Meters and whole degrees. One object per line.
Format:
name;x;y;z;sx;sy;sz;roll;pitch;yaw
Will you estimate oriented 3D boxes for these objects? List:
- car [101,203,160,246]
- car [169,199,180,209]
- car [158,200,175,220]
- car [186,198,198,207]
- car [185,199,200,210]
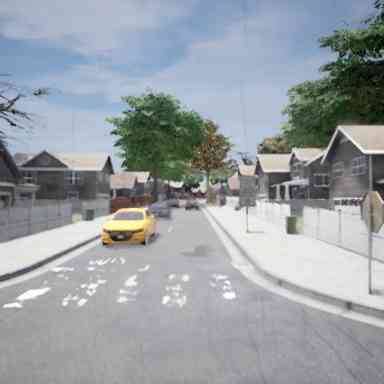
car;-2.844;1.512;15.744;1.882;1.535;5.008;0;0;0
car;-2.754;1.670;48.288;2.033;1.411;5.357;0;0;1
car;-2.836;1.632;29.114;1.994;1.385;4.181;0;0;0
car;0.017;1.746;55.046;1.895;1.301;4.718;0;0;0
car;0.014;1.660;44.592;2.033;1.411;5.357;0;0;0
